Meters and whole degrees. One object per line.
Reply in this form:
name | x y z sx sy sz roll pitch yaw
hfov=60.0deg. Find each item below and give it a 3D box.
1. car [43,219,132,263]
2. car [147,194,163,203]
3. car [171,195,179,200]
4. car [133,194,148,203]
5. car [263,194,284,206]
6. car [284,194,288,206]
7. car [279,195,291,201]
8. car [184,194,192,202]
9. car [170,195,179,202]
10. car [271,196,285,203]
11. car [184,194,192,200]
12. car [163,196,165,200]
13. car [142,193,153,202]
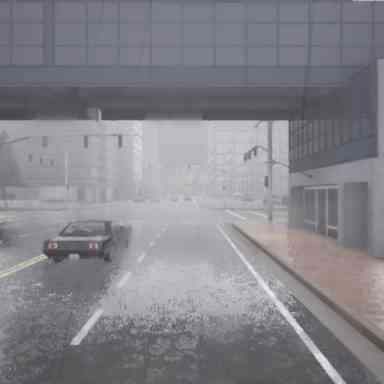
car | -3.456 1.629 12.042 1.895 1.301 4.718 0 0 1
car | -8.026 1.709 72.228 2.033 1.411 5.357 0 0 0
car | -4.669 1.571 93.681 2.128 1.511 4.902 0 0 0
car | -11.526 1.524 72.235 2.097 1.767 4.553 0 0 0
car | 13.138 1.283 55.035 1.932 1.855 4.605 0 0 0
car | 16.033 1.286 54.989 1.905 1.878 3.866 0 0 0
car | 24.404 1.602 87.584 1.970 1.475 3.806 0 0 0
car | -1.111 1.792 84.945 1.895 1.301 4.718 0 0 0
car | -4.610 1.748 84.842 1.994 1.385 4.181 0 0 0
car | 18.683 1.567 72.464 1.970 1.475 3.806 0 0 0
car | -1.169 1.401 93.675 2.097 1.767 4.553 0 0 0
car | -8.131 1.715 87.921 1.812 1.442 4.674 0 0 0
car | -11.630 1.415 87.868 2.150 2.045 5.566 0 0 0
